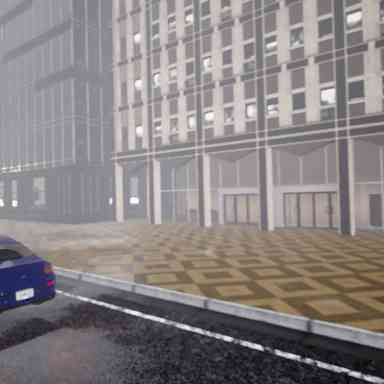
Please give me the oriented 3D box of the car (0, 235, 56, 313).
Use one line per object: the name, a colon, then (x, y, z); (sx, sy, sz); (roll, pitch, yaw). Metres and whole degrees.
car: (-4.764, 1.631, 7.085); (4.674, 1.442, 1.812); (-1, 0, 35)
